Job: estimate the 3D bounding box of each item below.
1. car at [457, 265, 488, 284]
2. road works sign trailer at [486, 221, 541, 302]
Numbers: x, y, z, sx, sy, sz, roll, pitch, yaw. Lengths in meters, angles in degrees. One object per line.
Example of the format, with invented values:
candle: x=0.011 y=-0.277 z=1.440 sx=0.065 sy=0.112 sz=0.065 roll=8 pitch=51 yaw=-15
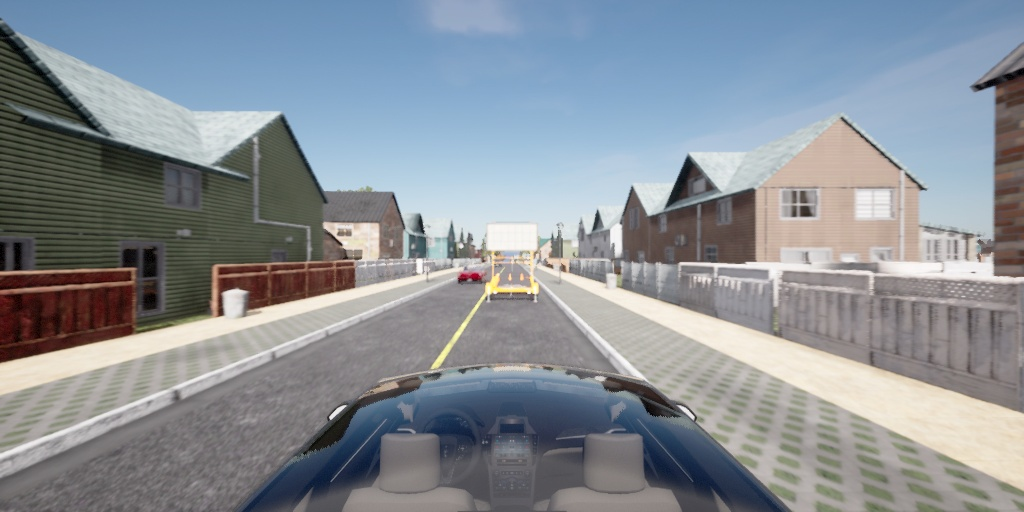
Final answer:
car: x=-2.842 y=1.322 z=26.323 sx=1.895 sy=1.301 sz=4.718 roll=0 pitch=0 yaw=0
road works sign trailer: x=0.009 y=0.190 z=16.740 sx=2.380 sy=3.560 sz=2.880 roll=0 pitch=0 yaw=0
